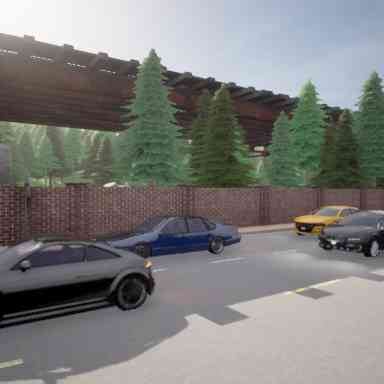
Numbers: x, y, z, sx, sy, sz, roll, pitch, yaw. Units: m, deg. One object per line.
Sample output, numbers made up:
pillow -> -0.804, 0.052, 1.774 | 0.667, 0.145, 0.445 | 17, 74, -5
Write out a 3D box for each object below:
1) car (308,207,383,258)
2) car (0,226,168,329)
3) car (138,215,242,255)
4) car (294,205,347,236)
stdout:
car -> 6.890, 1.506, 12.816 | 4.892, 1.490, 1.837 | 0, 0, -34
car -> -2.811, 1.564, 6.285 | 4.181, 1.385, 1.994 | 0, 0, -34
car -> -0.682, 1.547, 11.942 | 5.357, 1.411, 2.033 | 0, 0, -34
car -> 7.442, 1.478, 17.403 | 5.008, 1.535, 1.882 | 0, 0, -34
